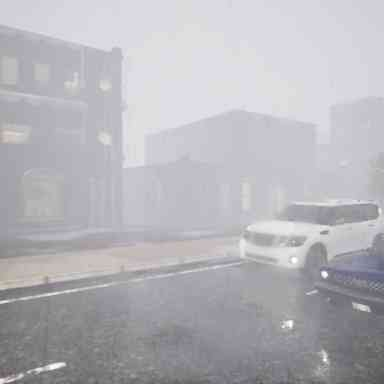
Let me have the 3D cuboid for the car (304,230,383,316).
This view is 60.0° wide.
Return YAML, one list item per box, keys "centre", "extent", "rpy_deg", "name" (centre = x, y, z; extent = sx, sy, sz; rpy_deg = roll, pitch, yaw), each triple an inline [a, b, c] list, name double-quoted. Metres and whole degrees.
- centre: [4.643, 1.635, 6.876]
  extent: [4.718, 1.301, 1.895]
  rpy_deg: [0, 0, -35]
  name: "car"

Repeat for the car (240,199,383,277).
- centre: [4.055, 1.263, 10.448]
  extent: [5.566, 2.045, 2.150]
  rpy_deg: [0, 0, -36]
  name: "car"
